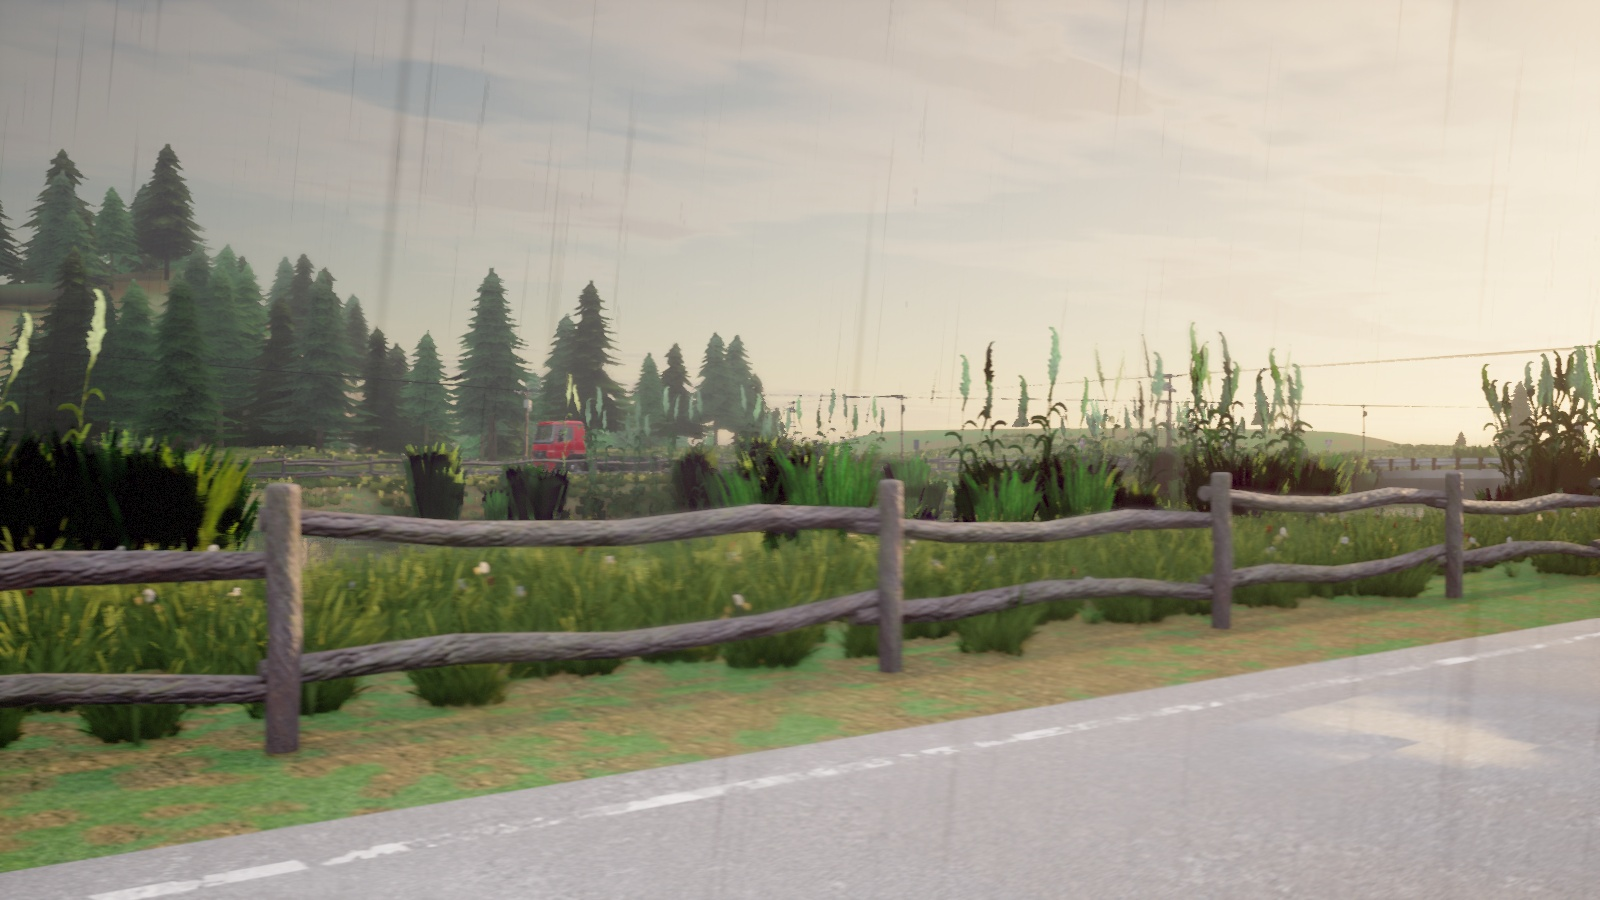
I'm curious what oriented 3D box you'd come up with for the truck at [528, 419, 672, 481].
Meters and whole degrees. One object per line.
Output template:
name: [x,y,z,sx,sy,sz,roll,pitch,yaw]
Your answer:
truck: [-11.813,0.005,74.483,7.936,3.462,2.891,0,0,-34]
